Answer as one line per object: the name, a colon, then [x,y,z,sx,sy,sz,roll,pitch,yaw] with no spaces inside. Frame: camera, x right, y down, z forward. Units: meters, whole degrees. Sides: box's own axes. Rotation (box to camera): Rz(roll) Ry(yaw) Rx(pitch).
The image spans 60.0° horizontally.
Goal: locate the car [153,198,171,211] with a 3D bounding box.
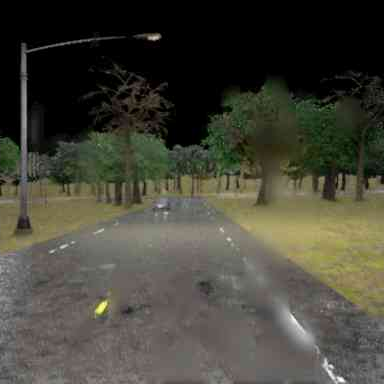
car: [-3.587,1.471,40.074,2.128,1.511,4.902,0,0,0]
